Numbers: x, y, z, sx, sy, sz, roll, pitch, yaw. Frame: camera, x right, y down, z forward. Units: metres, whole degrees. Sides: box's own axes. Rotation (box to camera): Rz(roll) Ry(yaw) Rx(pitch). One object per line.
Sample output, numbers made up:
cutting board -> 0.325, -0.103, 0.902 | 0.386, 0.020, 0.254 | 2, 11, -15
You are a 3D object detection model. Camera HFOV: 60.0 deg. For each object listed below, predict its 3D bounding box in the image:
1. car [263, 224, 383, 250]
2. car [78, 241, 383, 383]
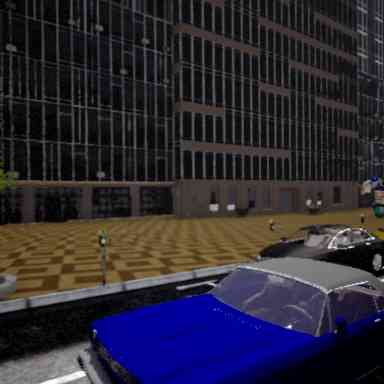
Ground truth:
car -> 3.671, 1.599, 9.188 | 4.403, 1.369, 2.008 | 0, -1, -35
car -> 1.141, 1.620, 4.165 | 4.718, 1.301, 1.895 | 0, 0, -35
